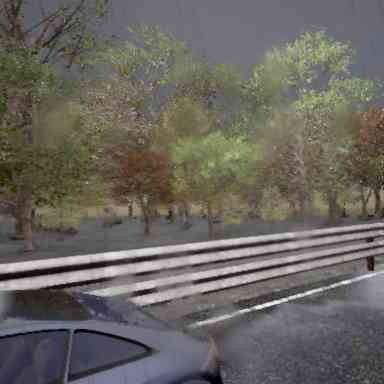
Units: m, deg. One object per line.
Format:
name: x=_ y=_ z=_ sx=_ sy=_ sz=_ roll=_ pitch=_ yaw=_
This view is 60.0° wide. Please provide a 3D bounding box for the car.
car: x=-1.731 y=1.564 z=2.450 sx=4.181 sy=1.385 sz=1.994 roll=0 pitch=0 yaw=-35
